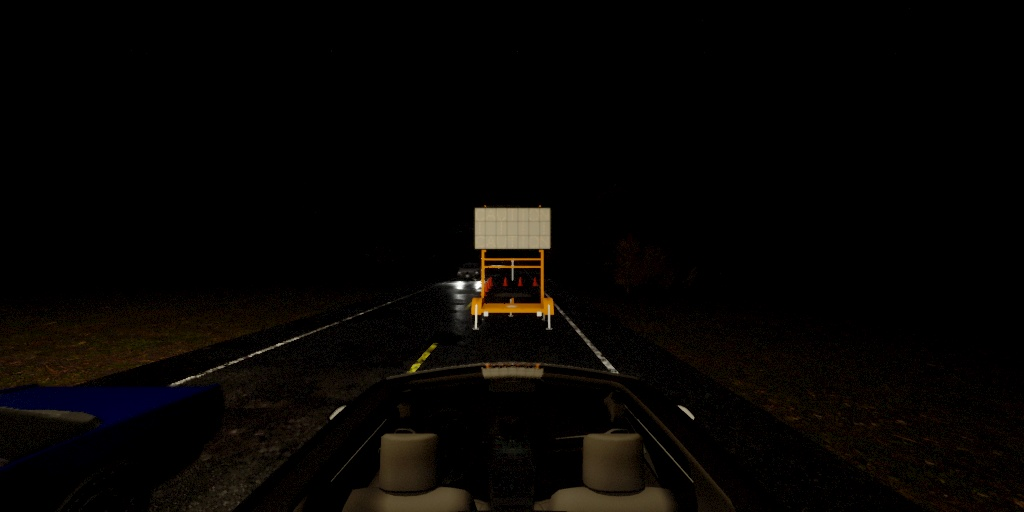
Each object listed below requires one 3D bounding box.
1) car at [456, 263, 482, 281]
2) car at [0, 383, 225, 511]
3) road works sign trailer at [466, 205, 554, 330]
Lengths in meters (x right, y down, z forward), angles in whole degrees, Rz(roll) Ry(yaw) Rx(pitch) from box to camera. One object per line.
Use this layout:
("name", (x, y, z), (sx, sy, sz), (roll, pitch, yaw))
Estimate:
("car", (-3.440, 1.284, 30.082), (1.812, 1.442, 4.674), (0, 0, 0))
("car", (-3.502, 1.351, 0.939), (1.895, 1.301, 4.718), (0, 0, 0))
("road works sign trailer", (0.020, 0.215, 11.158), (2.380, 3.560, 2.880), (0, 0, 0))
